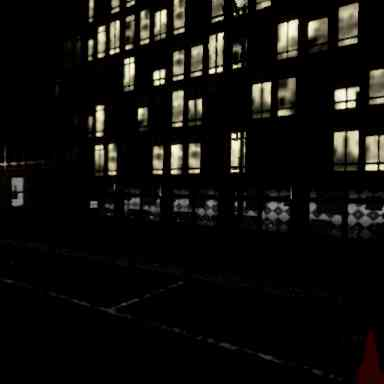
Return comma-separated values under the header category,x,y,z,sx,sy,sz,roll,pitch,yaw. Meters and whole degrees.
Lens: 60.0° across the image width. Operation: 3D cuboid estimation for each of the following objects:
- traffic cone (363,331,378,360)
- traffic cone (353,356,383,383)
category,x,y,z,sx,sy,sz,roll,pitch,yaw
traffic cone,2.210,2.021,4.122,0.340,0.580,0.340,1,0,33
traffic cone,1.666,2.007,3.283,0.340,0.580,0.340,1,0,33
